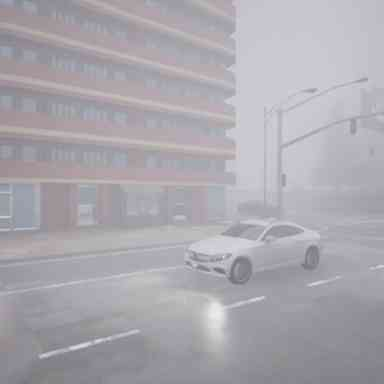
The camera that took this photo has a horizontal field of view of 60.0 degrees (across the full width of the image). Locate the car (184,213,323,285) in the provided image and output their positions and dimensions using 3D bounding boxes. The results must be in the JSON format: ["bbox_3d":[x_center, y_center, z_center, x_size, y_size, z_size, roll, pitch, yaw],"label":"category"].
[{"bbox_3d":[1.958,1.551,9.704,4.674,1.442,1.812,0,0,-35],"label":"car"}]

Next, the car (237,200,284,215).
[{"bbox_3d":[6.574,1.561,32.126,1.882,1.535,5.008,0,0,-36],"label":"car"}]
